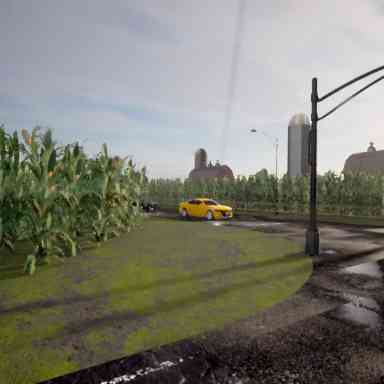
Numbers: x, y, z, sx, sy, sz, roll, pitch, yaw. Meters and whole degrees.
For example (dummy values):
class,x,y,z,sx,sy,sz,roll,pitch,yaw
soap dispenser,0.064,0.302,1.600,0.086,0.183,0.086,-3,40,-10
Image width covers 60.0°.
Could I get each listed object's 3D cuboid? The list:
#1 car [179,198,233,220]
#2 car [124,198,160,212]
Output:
class,x,y,z,sx,sy,sz,roll,pitch,yaw
car,1.012,1.278,25.998,1.882,1.535,5.008,2,0,-38
car,-5.176,1.321,33.931,1.895,1.301,4.718,2,0,-38
